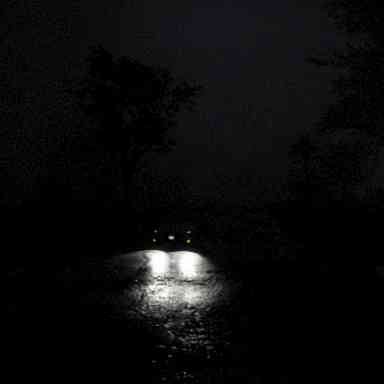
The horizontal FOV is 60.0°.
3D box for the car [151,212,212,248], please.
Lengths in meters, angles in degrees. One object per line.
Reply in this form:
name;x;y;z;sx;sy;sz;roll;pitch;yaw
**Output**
car;-0.354;1.605;15.096;1.994;1.385;4.181;0;0;14
